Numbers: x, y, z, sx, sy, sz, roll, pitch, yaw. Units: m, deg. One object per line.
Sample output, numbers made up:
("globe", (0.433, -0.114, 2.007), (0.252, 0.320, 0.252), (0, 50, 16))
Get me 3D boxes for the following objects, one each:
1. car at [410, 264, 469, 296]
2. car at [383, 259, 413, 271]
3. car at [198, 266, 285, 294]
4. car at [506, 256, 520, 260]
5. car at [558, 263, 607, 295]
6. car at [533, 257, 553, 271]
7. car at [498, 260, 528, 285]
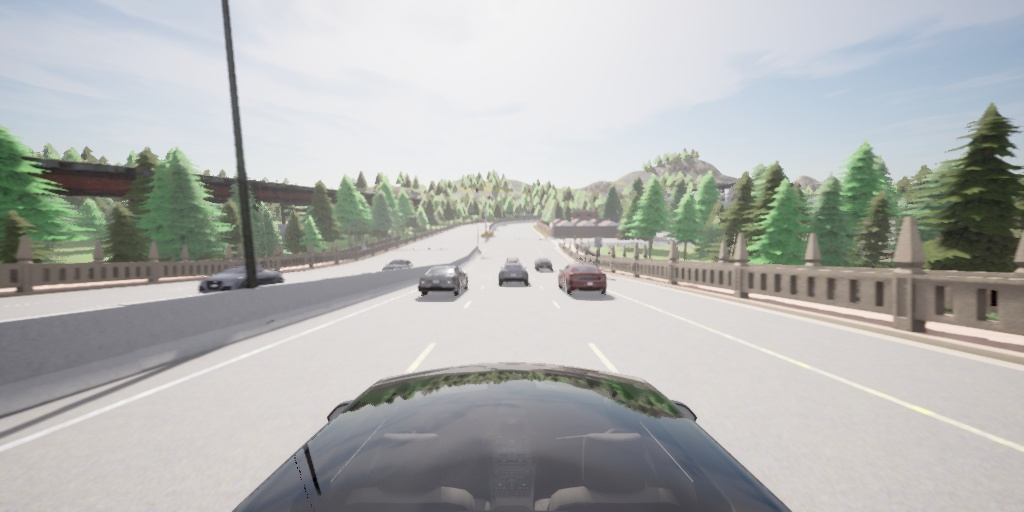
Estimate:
("car", (-3.401, 1.189, 18.532), (2.033, 1.411, 5.357), (0, 0, 0))
("car", (-10.503, 1.055, 33.508), (1.837, 1.490, 4.892), (0, 0, 0))
("car", (-14.075, 1.203, 18.943), (1.994, 1.385, 4.181), (0, 0, 0))
("car", (0.097, 0.717, 46.381), (1.895, 1.301, 4.718), (0, 3, 0))
("car", (3.599, 1.116, 18.996), (1.882, 1.535, 5.008), (0, 0, 0))
("car", (3.597, 0.886, 41.488), (1.812, 1.442, 4.674), (0, 2, 0))
("car", (0.098, 1.165, 24.769), (1.994, 1.385, 4.181), (0, 0, 0))
